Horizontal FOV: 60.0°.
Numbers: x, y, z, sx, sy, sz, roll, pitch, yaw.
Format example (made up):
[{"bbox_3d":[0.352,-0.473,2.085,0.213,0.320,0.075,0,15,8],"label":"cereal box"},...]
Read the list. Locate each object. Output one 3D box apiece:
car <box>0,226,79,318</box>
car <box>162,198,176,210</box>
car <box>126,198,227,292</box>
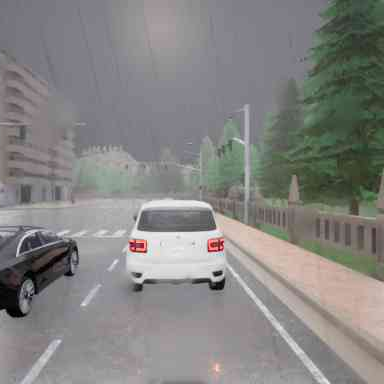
[{"bbox_3d":[-3.958,1.492,7.355,2.128,1.511,4.902,0,0,-3],"label":"car"},{"bbox_3d":[-3.096,1.526,44.370,1.812,1.442,4.674,0,0,-4],"label":"car"},{"bbox_3d":[-0.464,1.221,9.130,2.150,2.045,5.566,0,0,-4],"label":"car"}]
